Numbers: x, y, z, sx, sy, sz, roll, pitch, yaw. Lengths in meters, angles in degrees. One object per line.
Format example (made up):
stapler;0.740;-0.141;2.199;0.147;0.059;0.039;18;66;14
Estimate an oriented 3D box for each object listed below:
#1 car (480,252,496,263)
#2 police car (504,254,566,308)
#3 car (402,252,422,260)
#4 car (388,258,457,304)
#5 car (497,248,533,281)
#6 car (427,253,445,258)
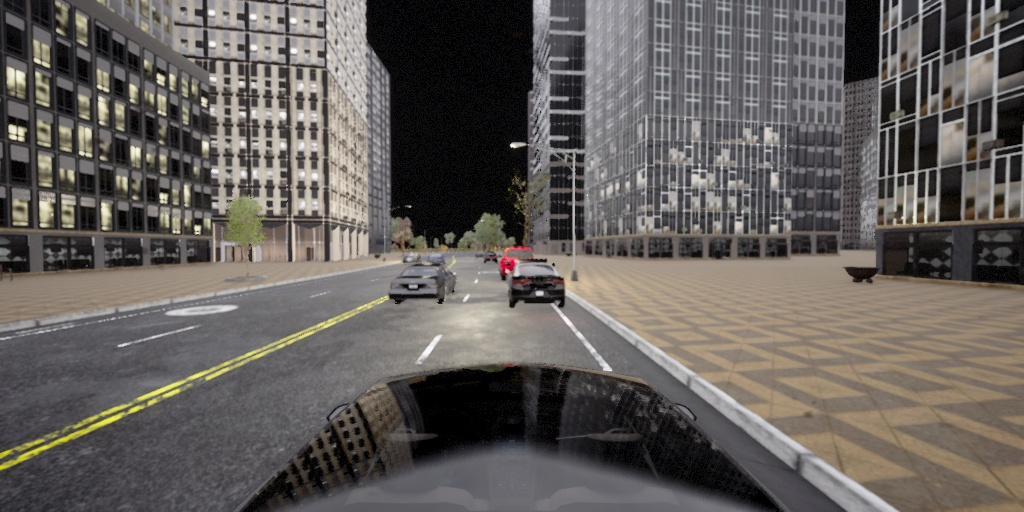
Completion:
car;-2.943;0.184;48.687;1.837;1.490;4.892;0;2;-7
police car;0.782;0.897;13.762;1.930;1.638;5.238;0;1;-2
car;-12.490;0.261;45.033;2.128;1.511;4.902;0;1;-7
car;-3.393;1.006;14.465;2.033;1.411;5.357;0;1;-2
car;0.315;0.466;23.824;2.150;2.045;5.566;0;1;-3
car;-8.880;0.357;42.125;1.812;1.442;4.674;0;1;-6
